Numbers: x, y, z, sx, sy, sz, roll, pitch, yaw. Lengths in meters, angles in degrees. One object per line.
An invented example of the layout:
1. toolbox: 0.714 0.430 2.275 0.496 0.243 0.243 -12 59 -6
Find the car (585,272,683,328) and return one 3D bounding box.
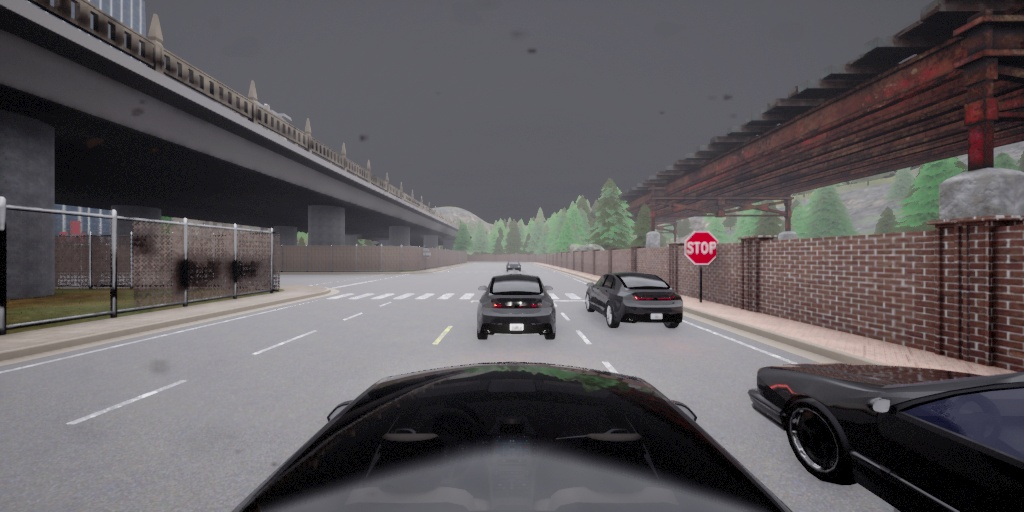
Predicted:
1. car: 3.605 1.255 11.334 1.837 1.490 4.892 0 0 0

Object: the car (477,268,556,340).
1. car: 0.103 1.255 9.977 1.837 1.490 4.892 0 0 0

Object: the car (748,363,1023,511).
1. car: 3.600 1.297 1.588 2.033 1.411 5.357 0 0 0

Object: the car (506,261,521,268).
1. car: 0.205 1.350 46.264 1.895 1.301 4.718 0 0 -1
